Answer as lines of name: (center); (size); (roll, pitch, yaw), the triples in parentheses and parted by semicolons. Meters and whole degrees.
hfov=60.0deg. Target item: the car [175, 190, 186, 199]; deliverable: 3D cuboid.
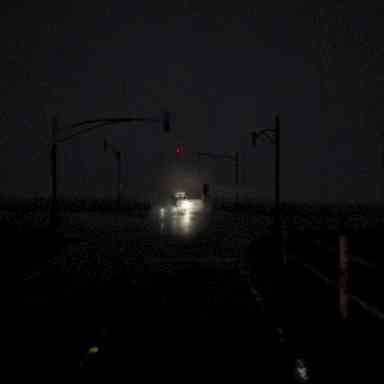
car: (-2.619, 0.617, 77.405); (2.150, 2.045, 5.566); (0, 0, 0)

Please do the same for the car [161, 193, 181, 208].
car: (-2.797, 1.260, 42.222); (1.837, 1.490, 4.892); (0, 2, 2)
